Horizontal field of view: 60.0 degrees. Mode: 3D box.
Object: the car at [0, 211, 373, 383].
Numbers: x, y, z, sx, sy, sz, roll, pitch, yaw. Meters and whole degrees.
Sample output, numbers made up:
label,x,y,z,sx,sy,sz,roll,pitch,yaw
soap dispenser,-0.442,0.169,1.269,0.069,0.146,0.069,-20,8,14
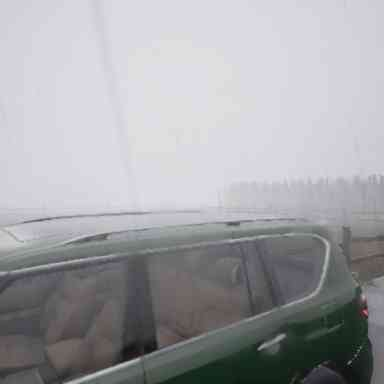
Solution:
label,x,y,z,sx,sy,sz,roll,pitch,yaw
car,-0.898,1.223,2.427,5.566,2.045,2.150,0,0,-35
